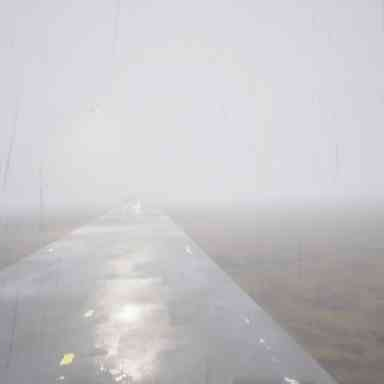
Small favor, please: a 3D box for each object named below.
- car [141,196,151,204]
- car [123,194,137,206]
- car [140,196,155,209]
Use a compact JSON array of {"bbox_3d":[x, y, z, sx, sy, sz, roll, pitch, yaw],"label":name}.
[{"bbox_3d":[-8.765,1.534,63.528,1.812,1.442,4.674,-2,0,-8],"label":"car"},{"bbox_3d":[-11.016,1.310,59.207,2.150,2.045,5.566,-2,0,-8],"label":"car"},{"bbox_3d":[-6.272,1.563,46.508,1.812,1.442,4.674,-2,0,-8],"label":"car"}]
